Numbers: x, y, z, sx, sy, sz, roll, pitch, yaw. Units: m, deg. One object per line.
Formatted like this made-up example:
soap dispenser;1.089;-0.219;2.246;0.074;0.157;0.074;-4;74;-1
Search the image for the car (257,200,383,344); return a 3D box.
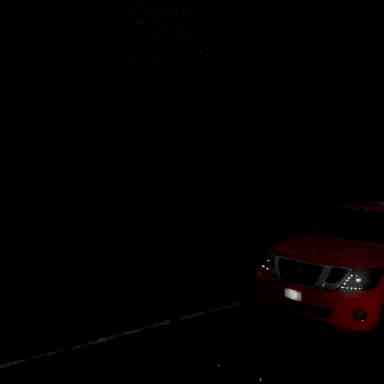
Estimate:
car;3.798;1.215;6.690;5.566;2.045;2.150;0;0;-35
